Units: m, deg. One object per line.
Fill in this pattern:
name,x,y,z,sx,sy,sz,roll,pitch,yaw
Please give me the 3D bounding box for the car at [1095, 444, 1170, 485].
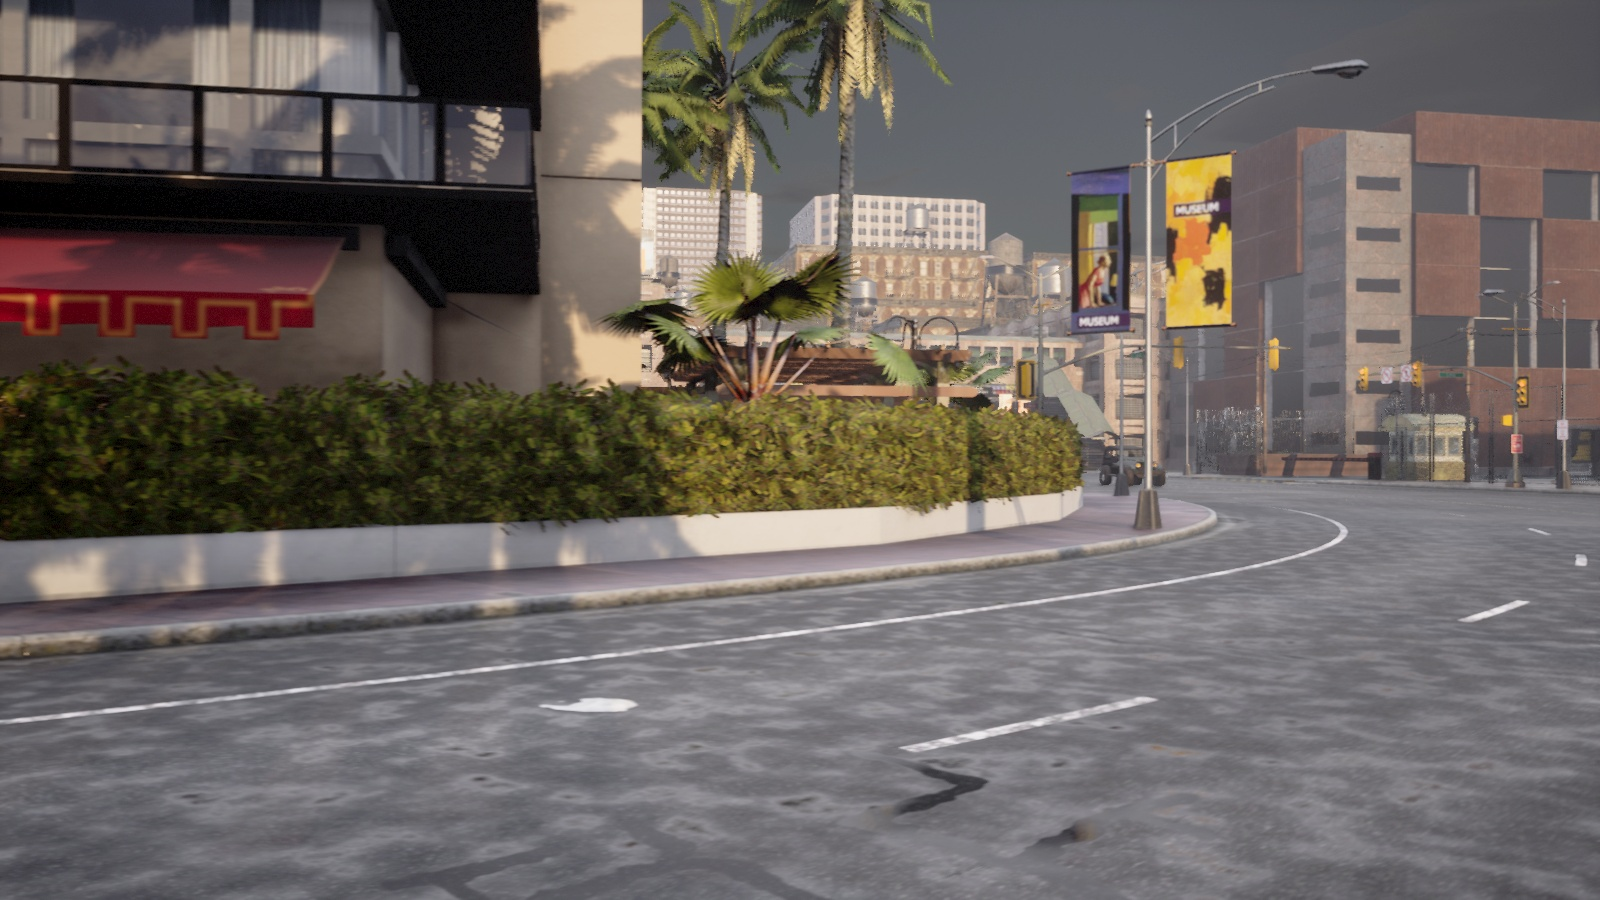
car,15.460,0.660,58.572,1.905,1.878,3.866,0,0,-11
